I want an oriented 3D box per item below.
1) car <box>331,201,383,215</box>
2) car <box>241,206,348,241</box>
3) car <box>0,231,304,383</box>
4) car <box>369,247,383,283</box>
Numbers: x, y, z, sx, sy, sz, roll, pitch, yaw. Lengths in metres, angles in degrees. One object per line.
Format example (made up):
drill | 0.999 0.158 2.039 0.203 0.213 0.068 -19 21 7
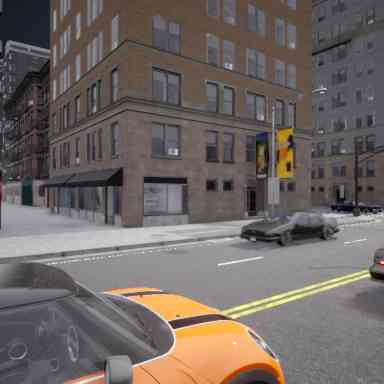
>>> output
car | 16.810 1.590 34.053 1.895 1.301 4.718 0 0 -31
car | 4.637 1.549 15.220 5.357 1.411 2.033 0 0 -36
car | -1.356 1.352 2.437 4.553 1.767 2.097 0 0 -37
car | 6.447 1.548 8.238 5.357 1.411 2.033 0 0 -37
